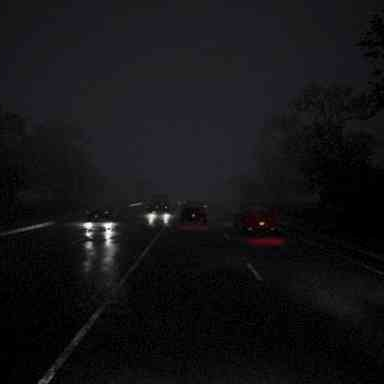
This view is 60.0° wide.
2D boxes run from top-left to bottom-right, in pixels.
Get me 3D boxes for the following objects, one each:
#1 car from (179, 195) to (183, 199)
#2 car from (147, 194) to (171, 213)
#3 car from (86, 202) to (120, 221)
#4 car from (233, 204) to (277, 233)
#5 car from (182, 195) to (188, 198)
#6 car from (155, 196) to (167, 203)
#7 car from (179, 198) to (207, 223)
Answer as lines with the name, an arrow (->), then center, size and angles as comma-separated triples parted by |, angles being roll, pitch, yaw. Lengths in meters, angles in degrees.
car -> -2.013, 1.393, 77.482 | 1.812, 1.442, 4.674 | 0, 0, 6
car -> -3.589, 1.207, 37.079 | 2.150, 2.045, 5.566 | 0, 0, 0
car -> -7.105, 1.513, 26.959 | 1.812, 1.442, 4.674 | 0, 0, 0
car -> 3.601, 1.468, 19.626 | 1.882, 1.535, 5.008 | 0, 0, 0
car -> 0.115, 1.472, 42.948 | 2.128, 1.511, 4.902 | 0, 0, 0
car -> -6.309, 1.559, 68.422 | 1.895, 1.301, 4.718 | 0, 0, 4
car -> 0.104, 1.466, 25.351 | 1.882, 1.535, 5.008 | 0, 0, 0
